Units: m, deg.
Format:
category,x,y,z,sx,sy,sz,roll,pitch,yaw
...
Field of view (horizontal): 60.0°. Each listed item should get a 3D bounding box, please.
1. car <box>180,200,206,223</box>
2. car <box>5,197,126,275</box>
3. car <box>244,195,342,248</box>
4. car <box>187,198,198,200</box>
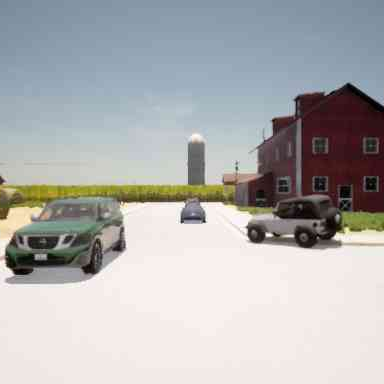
category,x,y,z,sx,sy,sz,roll,pitch,yaw
car,0.087,1.555,25.783,1.994,1.385,4.181,0,0,0
car,-3.611,1.199,10.710,2.150,2.045,5.566,-1,0,0
car,4.158,1.140,13.889,1.905,1.878,3.866,-8,3,-42
car,0.084,1.476,42.482,2.128,1.511,4.902,0,0,0
